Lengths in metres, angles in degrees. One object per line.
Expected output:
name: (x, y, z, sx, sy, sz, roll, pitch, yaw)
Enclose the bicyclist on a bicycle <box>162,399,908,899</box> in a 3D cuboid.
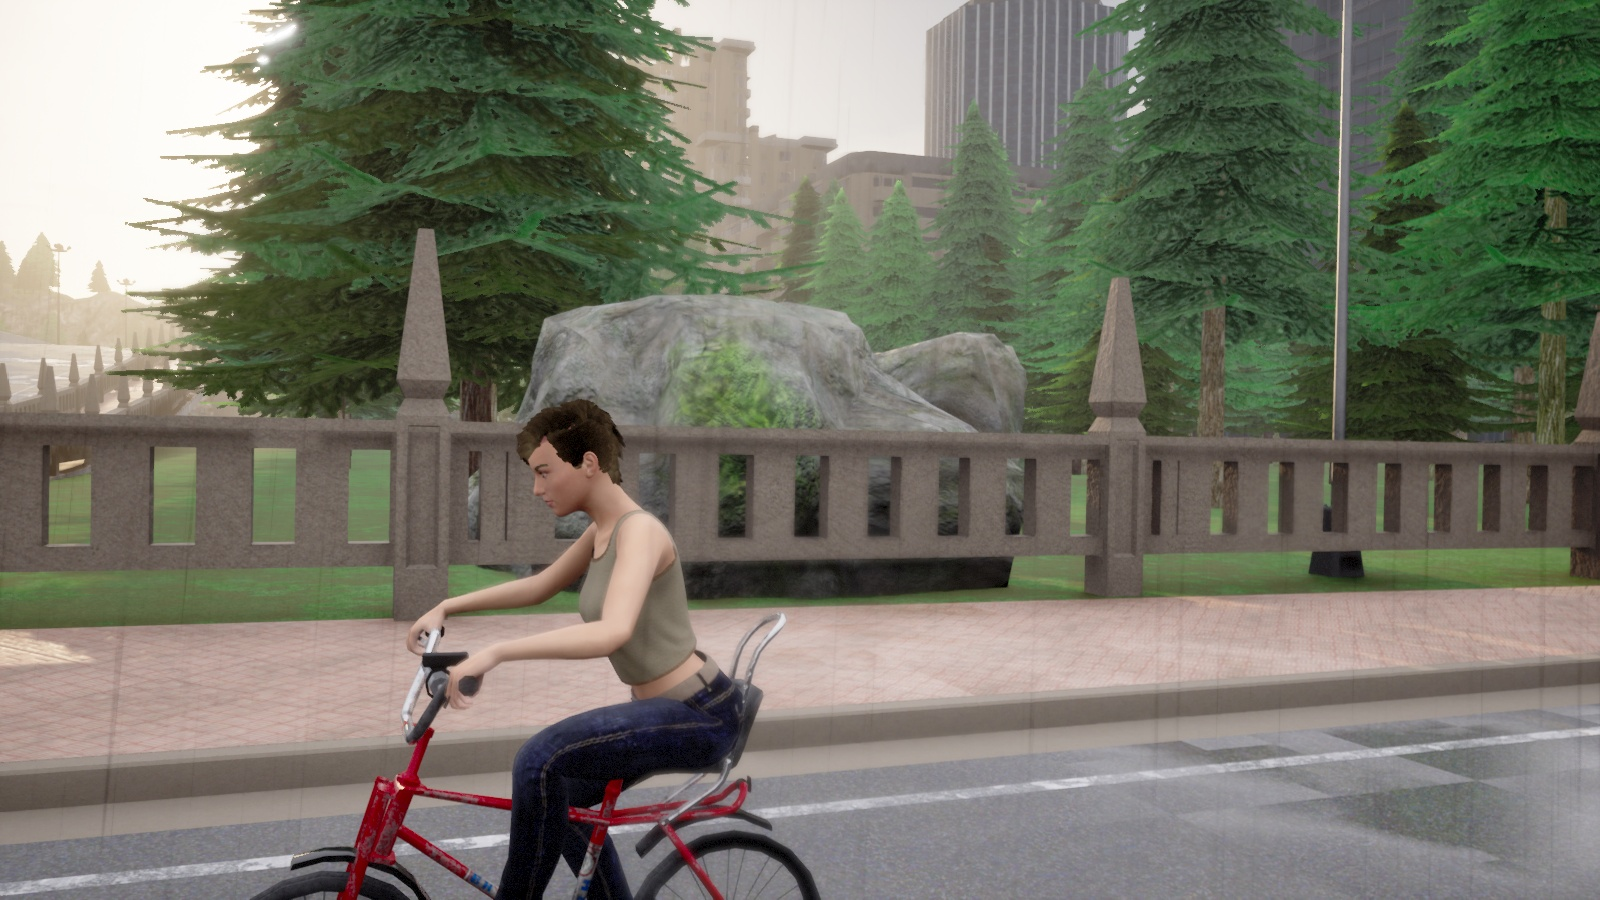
bicyclist on a bicycle: (-0.615, 0.697, 3.000, 1.509, 1.612, 0.866, -1, 1, -20)
